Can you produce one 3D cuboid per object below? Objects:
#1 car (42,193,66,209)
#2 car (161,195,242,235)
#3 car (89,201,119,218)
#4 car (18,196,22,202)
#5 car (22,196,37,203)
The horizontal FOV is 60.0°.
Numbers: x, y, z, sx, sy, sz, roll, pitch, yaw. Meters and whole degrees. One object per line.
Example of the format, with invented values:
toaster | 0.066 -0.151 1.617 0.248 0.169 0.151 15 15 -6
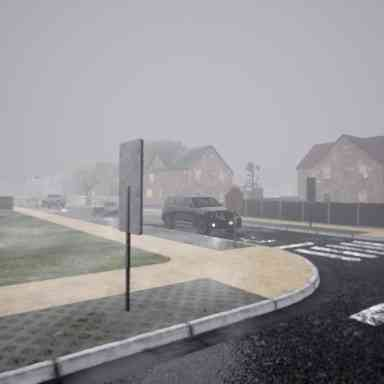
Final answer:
car | -19.347 1.225 46.328 2.150 2.045 5.566 1 -1 -36
car | 0.341 1.199 18.937 2.150 2.045 5.566 1 0 -36
car | -7.588 1.519 29.896 2.033 1.411 5.357 1 0 -36
car | -41.094 1.701 81.085 2.128 1.511 4.902 1 -1 -36
car | -35.084 1.556 72.780 2.128 1.511 4.902 1 -1 -36
